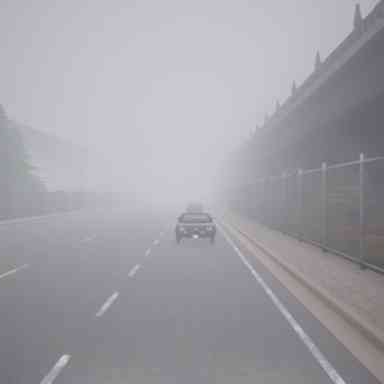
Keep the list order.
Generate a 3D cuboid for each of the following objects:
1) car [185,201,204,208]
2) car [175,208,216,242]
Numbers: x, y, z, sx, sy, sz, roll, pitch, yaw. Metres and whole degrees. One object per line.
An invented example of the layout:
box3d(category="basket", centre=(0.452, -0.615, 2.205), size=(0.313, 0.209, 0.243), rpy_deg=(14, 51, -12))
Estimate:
box3d(category="car", centre=(0.260, 1.740, 36.127), size=(2.128, 1.511, 4.902), rpy_deg=(0, 0, 0))
box3d(category="car", centre=(0.172, 1.720, 17.206), size=(1.895, 1.301, 4.718), rpy_deg=(0, 0, 0))
